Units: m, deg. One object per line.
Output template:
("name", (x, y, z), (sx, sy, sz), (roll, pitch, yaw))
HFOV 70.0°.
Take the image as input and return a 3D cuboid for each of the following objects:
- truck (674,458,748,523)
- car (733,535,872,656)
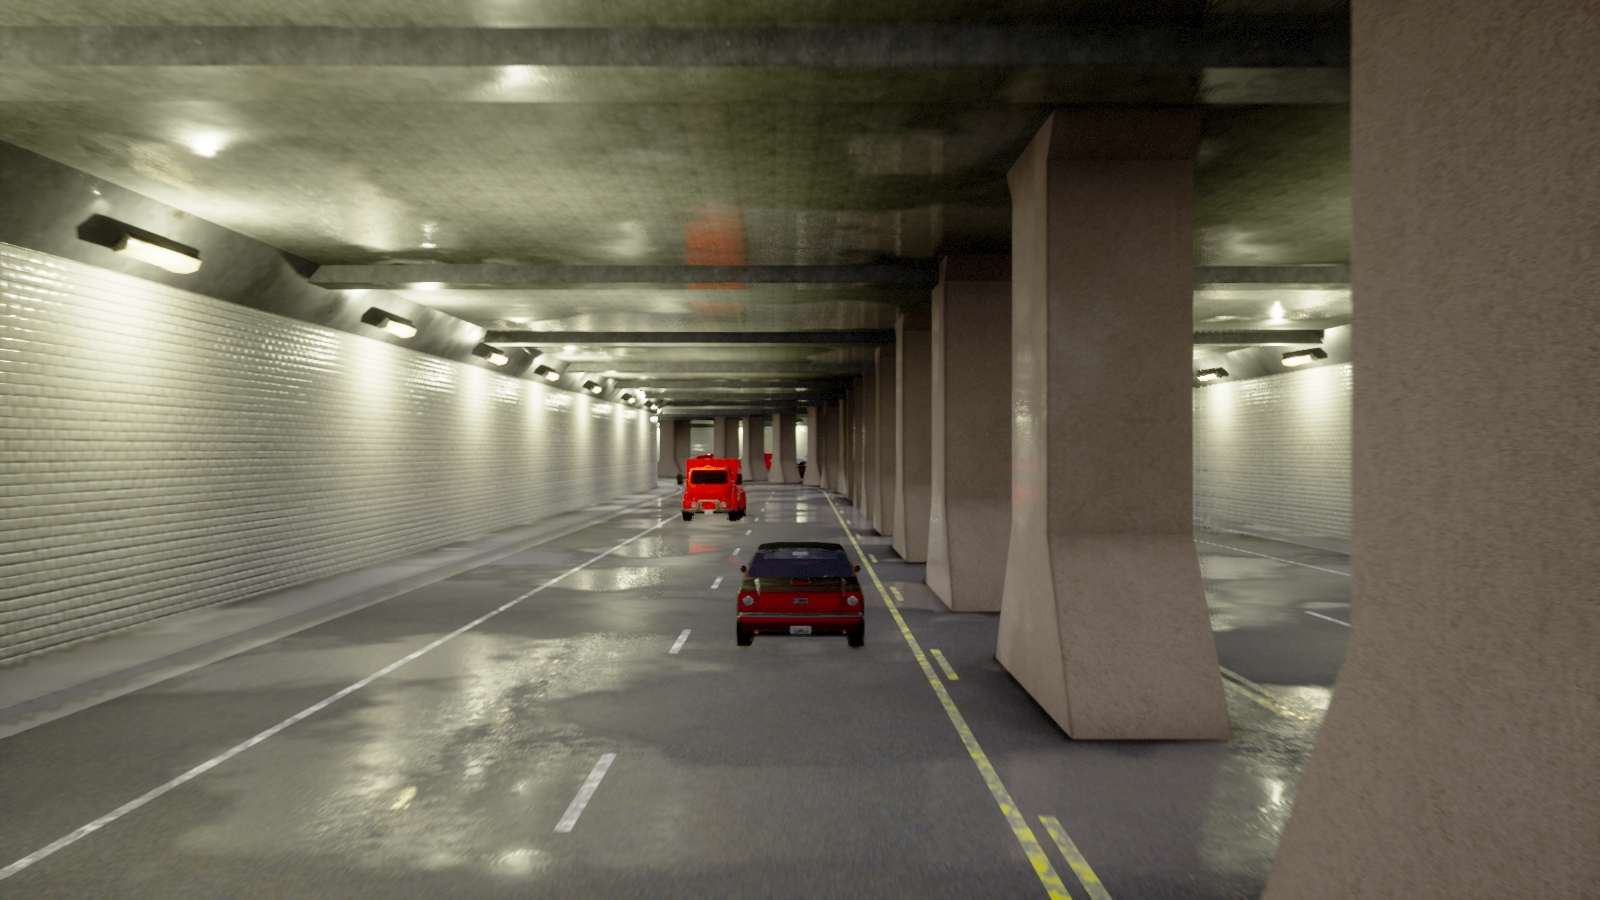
("truck", (-3.513, 1.568, 46.229), (2.627, 2.467, 5.204), (0, 0, -1))
("car", (0.039, 2.155, 17.908), (1.895, 1.301, 4.718), (0, 0, 0))
